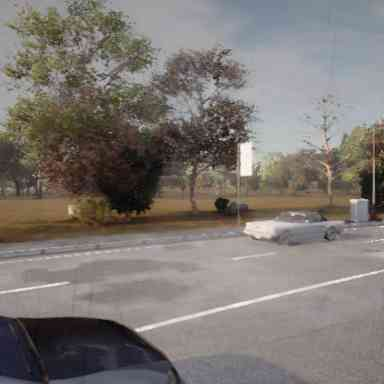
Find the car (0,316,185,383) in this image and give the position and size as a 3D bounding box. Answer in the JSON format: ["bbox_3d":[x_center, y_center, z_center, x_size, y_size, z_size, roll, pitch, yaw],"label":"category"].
[{"bbox_3d":[-2.029,1.554,2.180,4.181,1.385,1.994,0,0,-36],"label":"car"}]

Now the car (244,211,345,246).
[{"bbox_3d":[4.670,1.572,15.113,4.718,1.301,1.895,0,0,-30],"label":"car"}]
